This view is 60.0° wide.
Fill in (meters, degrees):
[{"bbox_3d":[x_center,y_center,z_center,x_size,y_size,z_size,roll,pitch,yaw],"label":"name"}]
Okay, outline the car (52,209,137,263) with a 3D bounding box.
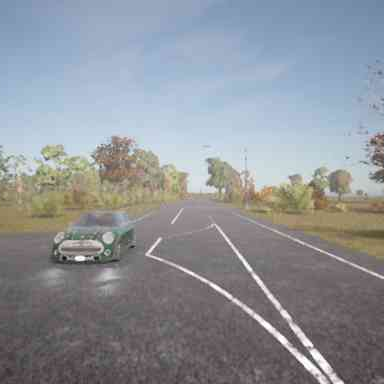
[{"bbox_3d":[-3.454,1.492,12.553,2.097,1.767,4.553,0,-1,0],"label":"car"}]
